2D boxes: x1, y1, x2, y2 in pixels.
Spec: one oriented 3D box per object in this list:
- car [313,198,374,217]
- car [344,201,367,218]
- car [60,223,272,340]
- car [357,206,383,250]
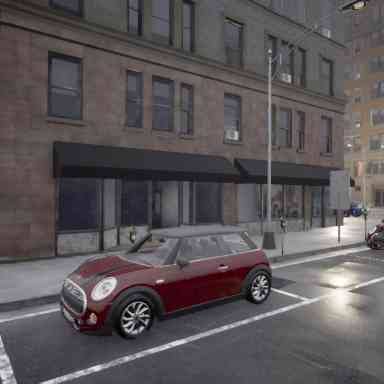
[{"bbox_3d":[14.508,1.425,32.067,2.128,1.511,4.902,1,0,-36],"label":"car"},{"bbox_3d":[12.379,1.131,29.472,2.150,2.045,5.566,1,0,-36],"label":"car"},{"bbox_3d":[-0.375,1.442,6.497,4.097,1.590,1.967,0,0,-36],"label":"car"},{"bbox_3d":[8.557,1.449,12.895,4.097,1.590,1.967,0,0,-36],"label":"car"}]
